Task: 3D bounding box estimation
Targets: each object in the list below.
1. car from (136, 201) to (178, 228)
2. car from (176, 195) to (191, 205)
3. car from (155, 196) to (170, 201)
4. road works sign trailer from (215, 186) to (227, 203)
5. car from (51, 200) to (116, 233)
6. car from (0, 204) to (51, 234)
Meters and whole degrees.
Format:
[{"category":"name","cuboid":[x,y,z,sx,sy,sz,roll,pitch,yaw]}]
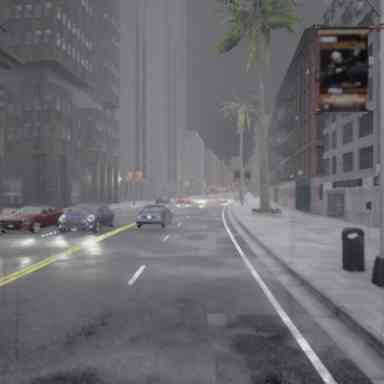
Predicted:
[{"category":"car","cuboid":[-2.448,1.577,22.604,2.033,1.411,5.357,0,0,3]},{"category":"car","cuboid":[-1.584,1.408,62.009,2.097,1.767,4.553,0,0,9]},{"category":"car","cuboid":[-5.227,1.534,59.689,1.882,1.535,5.008,0,0,9]},{"category":"road works sign trailer","cuboid":[6.088,0.518,68.645,2.380,3.560,2.880,0,0,9]},{"category":"car","cuboid":[-6.042,1.375,19.586,2.097,1.767,4.553,0,0,3]},{"category":"car","cuboid":[-9.291,1.498,19.780,1.882,1.535,5.008,0,0,3]}]
